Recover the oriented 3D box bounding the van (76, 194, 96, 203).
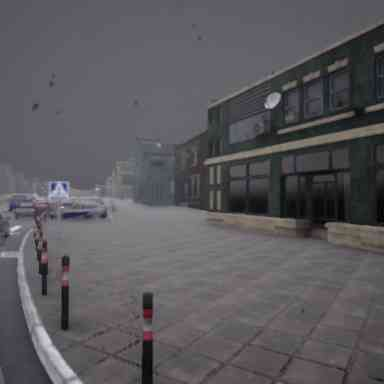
[{"bbox_3d":[-26.126,1.603,82.028,4.442,1.987,1.878,1,0,-17],"label":"van"}]

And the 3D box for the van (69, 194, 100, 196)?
[{"bbox_3d":[-12.368,1.539,36.959,4.442,1.987,1.878,1,0,-17],"label":"van"}]

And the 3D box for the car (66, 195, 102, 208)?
[{"bbox_3d":[-17.964,1.516,55.594,5.566,2.045,2.435,1,0,-17],"label":"car"}]

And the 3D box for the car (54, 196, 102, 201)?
[{"bbox_3d":[-11.378,1.630,34.220,4.553,1.767,2.185,1,0,-17],"label":"car"}]

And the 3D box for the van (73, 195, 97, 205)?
[{"bbox_3d":[-21.258,1.551,66.082,4.442,1.987,1.878,1,0,-17],"label":"van"}]

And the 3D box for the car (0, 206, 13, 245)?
[{"bbox_3d":[-9.979,1.636,15.933,1.837,1.490,4.892,0,0,-23],"label":"car"}]

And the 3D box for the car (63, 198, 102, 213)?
[{"bbox_3d":[-13.815,1.644,42.201,4.553,1.767,2.185,1,0,-17],"label":"car"}]

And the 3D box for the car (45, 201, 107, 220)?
[{"bbox_3d":[-9.850,1.755,29.003,4.792,1.488,2.163,1,-1,-17],"label":"car"}]

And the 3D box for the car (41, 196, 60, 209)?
[{"bbox_3d":[-21.101,1.592,49.833,2.097,1.767,4.553,1,0,-17],"label":"car"}]

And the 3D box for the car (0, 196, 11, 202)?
[{"bbox_3d":[-46.609,1.694,80.239,4.792,1.488,2.163,1,0,-17],"label":"car"}]

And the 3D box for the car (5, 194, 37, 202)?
[{"bbox_3d":[-22.091,1.434,43.141,2.150,2.045,5.566,1,0,-17],"label":"car"}]

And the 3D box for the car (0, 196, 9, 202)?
[{"bbox_3d":[-45.767,1.651,77.612,4.892,1.521,2.231,1,0,-17],"label":"car"}]

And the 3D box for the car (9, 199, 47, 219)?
[{"bbox_3d":[-15.491,1.714,31.644,2.128,1.511,4.902,1,0,-17],"label":"car"}]

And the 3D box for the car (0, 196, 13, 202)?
[{"bbox_3d":[-47.390,1.720,82.882,4.674,1.452,2.002,1,0,-17],"label":"car"}]

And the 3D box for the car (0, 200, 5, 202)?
[{"bbox_3d":[-16.998,1.662,26.777,2.128,1.511,4.902,1,0,-18],"label":"car"}]

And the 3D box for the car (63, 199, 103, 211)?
[{"bbox_3d":[-14.698,1.769,44.967,5.008,1.535,2.097,1,0,-17],"label":"car"}]

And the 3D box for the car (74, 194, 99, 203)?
[{"bbox_3d":[-25.230,1.566,79.398,5.566,2.045,2.435,1,0,-17],"label":"car"}]

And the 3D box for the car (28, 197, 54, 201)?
[{"bbox_3d":[-18.392,1.734,41.046,2.128,1.511,4.902,1,0,-17],"label":"car"}]

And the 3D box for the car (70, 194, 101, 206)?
[{"bbox_3d":[-20.307,1.523,63.465,5.566,2.045,2.435,1,0,-17],"label":"car"}]

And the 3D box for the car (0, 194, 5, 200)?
[{"bbox_3d":[-44.157,1.665,72.338,4.674,1.452,2.002,1,0,-17],"label":"car"}]
